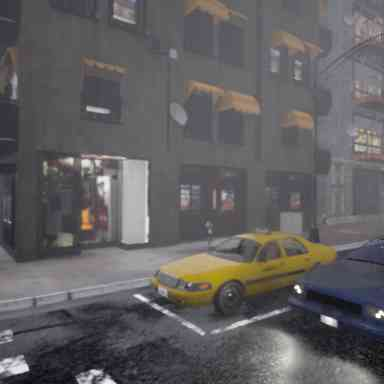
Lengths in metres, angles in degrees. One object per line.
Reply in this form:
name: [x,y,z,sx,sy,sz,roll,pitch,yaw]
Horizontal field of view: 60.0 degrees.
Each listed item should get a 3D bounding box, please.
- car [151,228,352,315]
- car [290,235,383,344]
car: [1.429,1.532,7.568,4.829,1.417,1.752,0,1,-35]
car: [4.321,1.556,6.419,5.357,1.411,2.033,0,0,-32]
